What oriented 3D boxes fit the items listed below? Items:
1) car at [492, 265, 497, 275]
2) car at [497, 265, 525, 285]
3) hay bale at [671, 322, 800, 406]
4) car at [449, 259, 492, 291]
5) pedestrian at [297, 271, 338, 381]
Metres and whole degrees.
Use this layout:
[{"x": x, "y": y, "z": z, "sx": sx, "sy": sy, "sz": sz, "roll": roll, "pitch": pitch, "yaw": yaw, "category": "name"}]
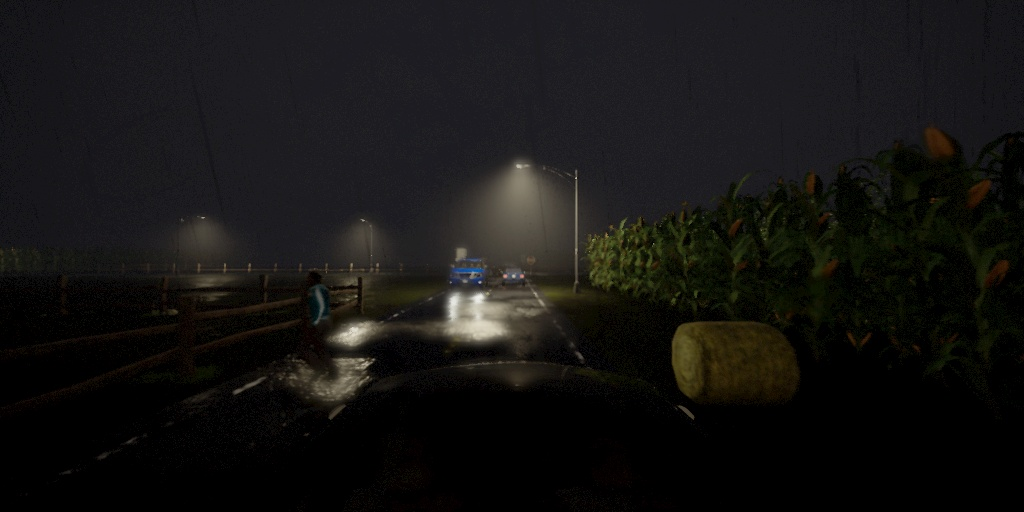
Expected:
[{"x": -1.264, "y": 1.722, "z": 43.289, "sx": 1.994, "sy": 1.385, "sz": 4.181, "roll": 0, "pitch": -1, "yaw": -19, "category": "car"}, {"x": 0.106, "y": 1.569, "z": 28.959, "sx": 2.033, "sy": 1.411, "sz": 5.357, "roll": 0, "pitch": -1, "yaw": -1, "category": "car"}, {"x": 3.126, "y": 1.441, "z": 5.185, "sx": 1.220, "sy": 1.180, "sz": 1.240, "roll": 0, "pitch": 0, "yaw": 0, "category": "hay bale"}, {"x": -2.830, "y": 1.200, "z": 24.518, "sx": 2.150, "sy": 2.045, "sz": 5.566, "roll": 0, "pitch": -1, "yaw": 0, "category": "car"}, {"x": -3.122, "y": 1.087, "z": 5.767, "sx": 0.375, "sy": 1.860, "sz": 0.375, "roll": -1, "pitch": 0, "yaw": -5, "category": "pedestrian"}]
